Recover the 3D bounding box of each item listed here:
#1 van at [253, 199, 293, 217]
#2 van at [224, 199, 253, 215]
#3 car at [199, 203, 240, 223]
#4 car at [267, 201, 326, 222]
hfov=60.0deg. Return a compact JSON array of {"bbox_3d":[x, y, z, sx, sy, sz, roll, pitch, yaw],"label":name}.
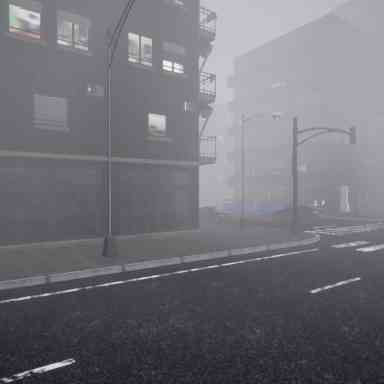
[{"bbox_3d":[8.527,1.602,33.577,1.690,1.788,3.998,-1,0,-36],"label":"van"},{"bbox_3d":[5.211,1.676,38.092,1.690,1.788,3.998,-1,0,-36],"label":"van"},{"bbox_3d":[1.789,1.874,28.659,1.802,1.307,4.206,-1,0,-36],"label":"car"},{"bbox_3d":[9.028,1.736,28.242,1.812,1.442,4.674,-1,0,-36],"label":"car"}]
